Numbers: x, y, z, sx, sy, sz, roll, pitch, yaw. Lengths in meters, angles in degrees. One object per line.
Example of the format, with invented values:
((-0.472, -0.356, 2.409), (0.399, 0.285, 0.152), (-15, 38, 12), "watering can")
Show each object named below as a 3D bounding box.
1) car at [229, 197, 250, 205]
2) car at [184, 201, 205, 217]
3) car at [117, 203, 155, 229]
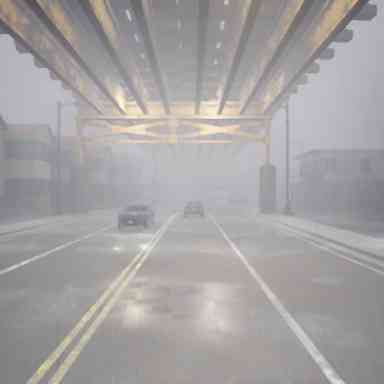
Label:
((8.823, 1.666, 61.910), (1.895, 1.301, 4.718), (-1, -1, 42), "car")
((0.254, 1.557, 31.533), (2.033, 1.411, 5.357), (0, 0, 3), "car")
((-3.562, 1.484, 21.854), (1.882, 1.535, 5.008), (0, 0, 1), "car")
